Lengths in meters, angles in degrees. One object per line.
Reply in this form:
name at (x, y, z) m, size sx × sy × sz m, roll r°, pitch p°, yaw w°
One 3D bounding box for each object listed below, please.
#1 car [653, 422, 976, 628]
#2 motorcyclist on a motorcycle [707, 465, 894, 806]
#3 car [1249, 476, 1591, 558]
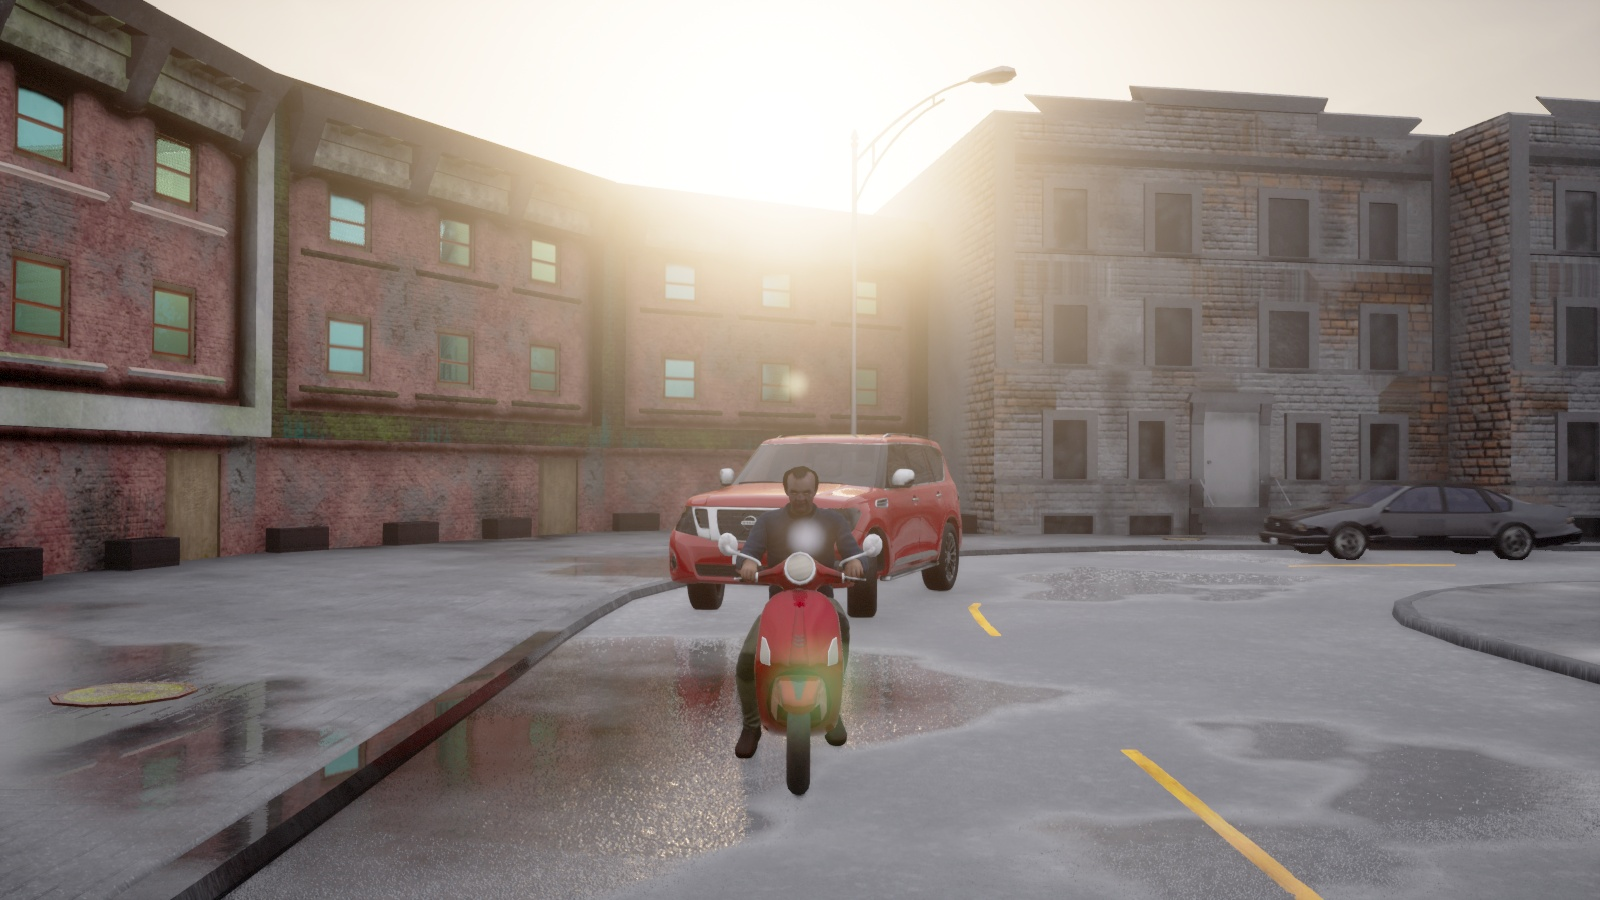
car at (0.456, 0.792, 15.437) m, size 2.150 × 2.045 × 5.566 m, roll -1°, pitch -1°, yaw 21°
motorcyclist on a motorcycle at (0.009, 0.882, 6.778) m, size 0.866 × 1.590 × 1.817 m, roll 0°, pitch -1°, yaw 1°
car at (11.386, 1.208, 23.340) m, size 5.357 × 1.411 × 2.033 m, roll 0°, pitch -1°, yaw -1°
